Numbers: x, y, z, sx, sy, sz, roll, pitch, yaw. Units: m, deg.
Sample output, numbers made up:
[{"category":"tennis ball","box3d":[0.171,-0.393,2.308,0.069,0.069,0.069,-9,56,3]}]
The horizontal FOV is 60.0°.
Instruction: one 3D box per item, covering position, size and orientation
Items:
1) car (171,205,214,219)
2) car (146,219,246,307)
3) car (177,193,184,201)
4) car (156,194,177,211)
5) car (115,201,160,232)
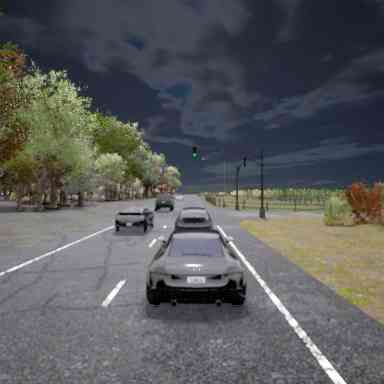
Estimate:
[{"category":"car","box3d":[0.091,1.545,17.520,1.837,1.490,4.892,0,0,0]},{"category":"car","box3d":[0.092,1.582,8.100,1.994,1.385,4.181,0,0,0]},{"category":"car","box3d":[-3.549,1.397,89.226,2.150,2.045,5.566,0,0,0]},{"category":"car","box3d":[-3.427,1.312,42.580,2.150,2.045,5.566,0,0,0]},{"category":"car","box3d":[-3.408,1.536,20.420,2.128,1.511,4.902,0,0,0]}]
